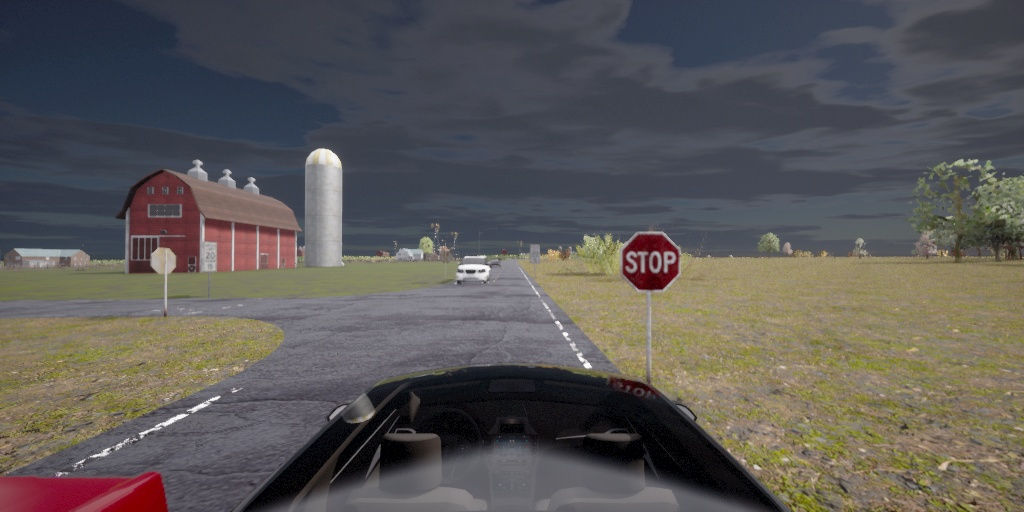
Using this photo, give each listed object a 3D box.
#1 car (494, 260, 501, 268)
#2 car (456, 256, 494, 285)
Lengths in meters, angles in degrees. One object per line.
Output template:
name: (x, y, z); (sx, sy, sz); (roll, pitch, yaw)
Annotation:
car: (-2.835, 1.327, 62.263); (2.033, 1.411, 5.357); (0, 0, 0)
car: (-2.785, 1.008, 26.845); (2.150, 2.045, 5.566); (0, 0, 0)
